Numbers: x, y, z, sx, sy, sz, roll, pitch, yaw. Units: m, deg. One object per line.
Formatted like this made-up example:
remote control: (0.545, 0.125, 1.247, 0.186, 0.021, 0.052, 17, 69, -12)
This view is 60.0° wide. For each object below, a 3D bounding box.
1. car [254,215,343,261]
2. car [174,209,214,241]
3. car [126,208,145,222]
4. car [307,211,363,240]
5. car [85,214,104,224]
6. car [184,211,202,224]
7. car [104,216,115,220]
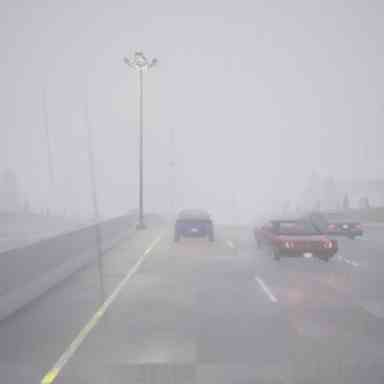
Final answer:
car: (3.602, 1.690, 12.554, 1.895, 1.301, 4.718, 0, 0, 0)
car: (0.102, 1.635, 17.646, 1.882, 1.535, 5.008, 0, -1, 0)
car: (-7.074, 3.089, 42.307, 2.150, 2.045, 5.566, 0, -7, 0)
car: (7.102, 1.711, 17.906, 2.033, 1.411, 5.357, 0, -1, 0)
car: (-14.062, 3.933, 48.675, 2.097, 1.767, 4.553, 0, -6, 0)
car: (0.104, 2.886, 37.190, 1.994, 1.385, 4.181, 0, -5, 0)
car: (-10.561, 4.043, 47.431, 1.895, 1.301, 4.718, 0, -6, 0)
